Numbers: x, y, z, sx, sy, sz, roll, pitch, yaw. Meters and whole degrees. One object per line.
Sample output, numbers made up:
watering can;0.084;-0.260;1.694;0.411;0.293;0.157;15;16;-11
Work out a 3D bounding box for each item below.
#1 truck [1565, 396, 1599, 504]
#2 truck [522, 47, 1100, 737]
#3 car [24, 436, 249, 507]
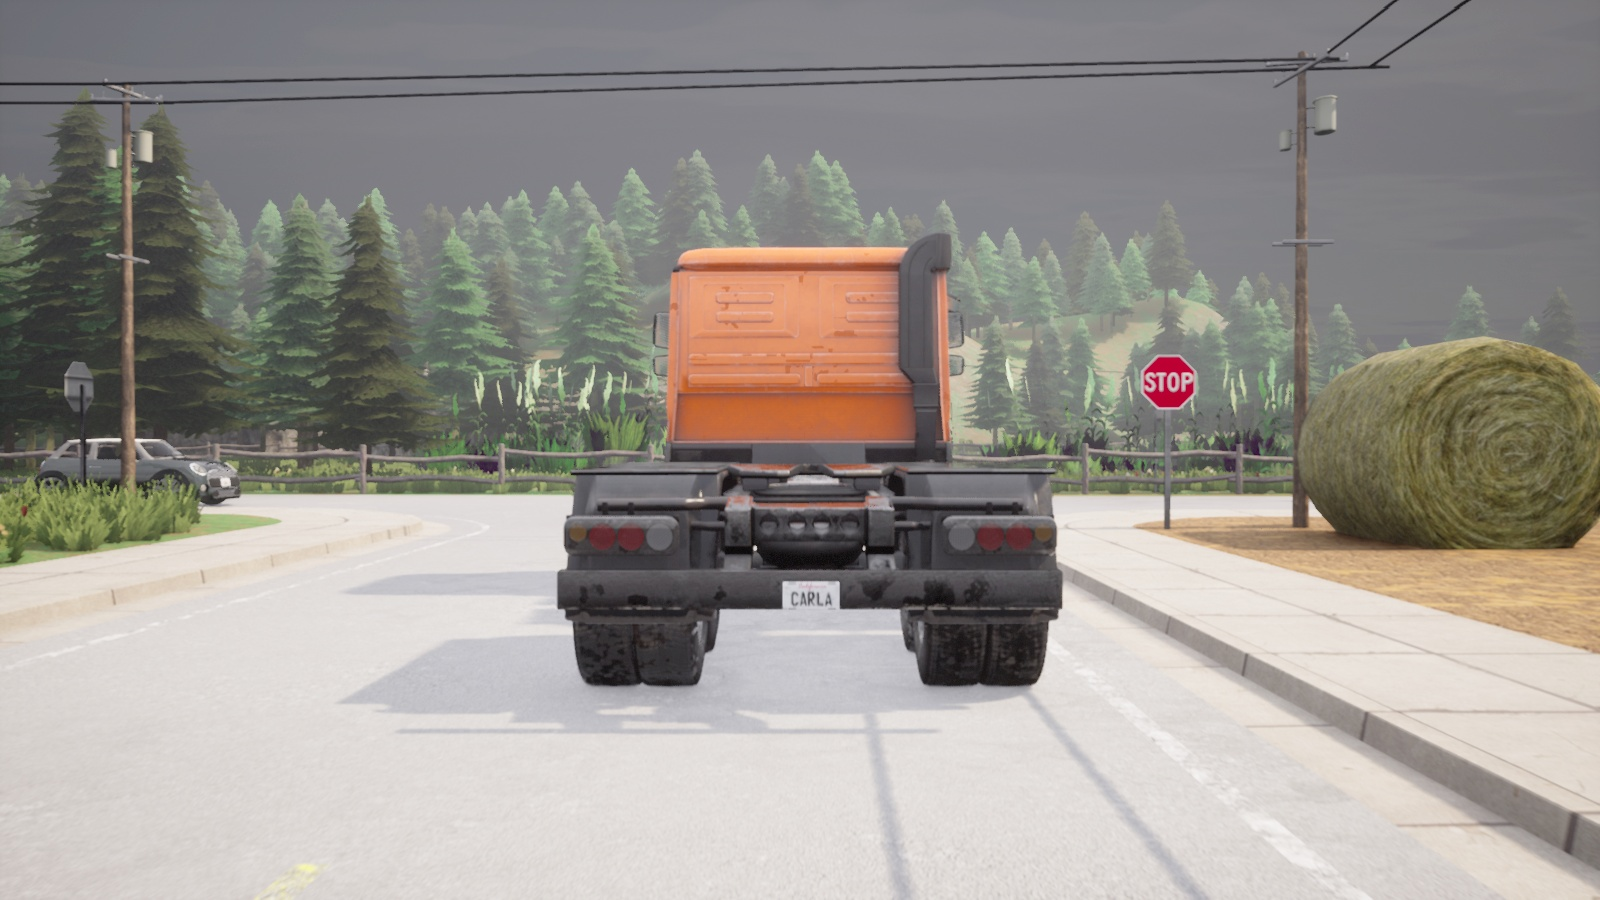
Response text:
truck;20.859;-0.004;28.626;5.204;2.467;2.627;0;0;3
truck;0.074;-0.324;10.272;2.891;3.462;7.936;0;1;0
car;-14.200;0.434;27.026;3.806;1.475;1.970;0;0;3
